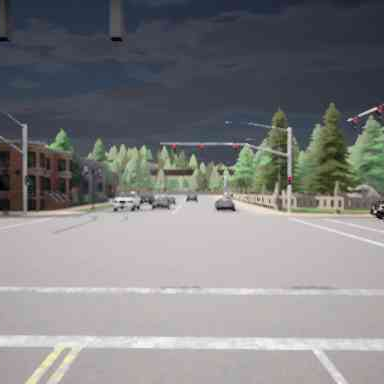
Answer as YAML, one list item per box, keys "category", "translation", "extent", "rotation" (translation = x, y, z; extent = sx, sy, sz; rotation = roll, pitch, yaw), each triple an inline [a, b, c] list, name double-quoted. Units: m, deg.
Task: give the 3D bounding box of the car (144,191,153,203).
- category: "car"
  translation: [-7.044, 0.895, 51.145]
  extent: [2.150, 2.045, 5.566]
  rotation: [0, 1, 1]

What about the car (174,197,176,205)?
- category: "car"
  translation: [-3.535, 1.241, 51.301]
  extent: [1.994, 1.385, 4.181]
  rotation: [0, 0, 1]

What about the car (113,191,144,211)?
- category: "car"
  translation: [-7.074, 0.991, 36.603]
  extent: [2.150, 2.045, 5.566]
  rotation: [0, 0, 0]

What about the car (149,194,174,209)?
- category: "car"
  translation: [-3.564, 1.316, 39.298]
  extent: [1.994, 1.385, 4.181]
  rotation: [0, 0, 0]

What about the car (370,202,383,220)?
- category: "car"
  translation: [15.895, 1.070, 23.847]
  extent: [5.566, 2.045, 2.150]
  rotation: [0, 0, 0]

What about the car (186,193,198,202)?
- category: "car"
  translation: [-0.005, 0.967, 61.209]
  extent: [2.097, 1.767, 4.553]
  rotation: [0, 0, 0]

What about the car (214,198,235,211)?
- category: "car"
  translation: [3.597, 1.331, 36.983]
  extent: [1.994, 1.385, 4.181]
  rotation: [0, 0, 0]
